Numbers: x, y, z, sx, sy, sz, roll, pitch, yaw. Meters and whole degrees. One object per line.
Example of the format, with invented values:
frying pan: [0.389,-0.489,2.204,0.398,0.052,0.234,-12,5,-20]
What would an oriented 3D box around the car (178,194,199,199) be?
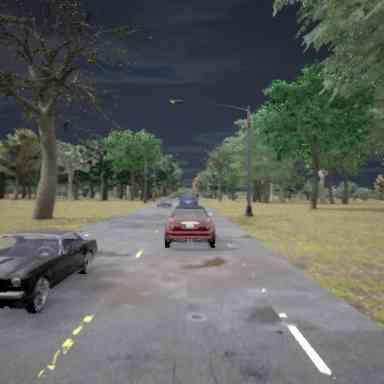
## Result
car: [-0.373,1.293,37.705,2.150,2.045,5.566,0,0,-1]

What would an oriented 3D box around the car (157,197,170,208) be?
car: [-4.200,1.485,50.815,2.097,1.767,4.553,0,0,0]

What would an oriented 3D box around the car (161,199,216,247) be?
car: [-0.103,1.363,15.241,2.097,1.767,4.553,0,0,-1]

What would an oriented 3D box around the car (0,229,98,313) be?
car: [-3.714,1.597,7.741,1.895,1.301,4.718,0,0,-1]
